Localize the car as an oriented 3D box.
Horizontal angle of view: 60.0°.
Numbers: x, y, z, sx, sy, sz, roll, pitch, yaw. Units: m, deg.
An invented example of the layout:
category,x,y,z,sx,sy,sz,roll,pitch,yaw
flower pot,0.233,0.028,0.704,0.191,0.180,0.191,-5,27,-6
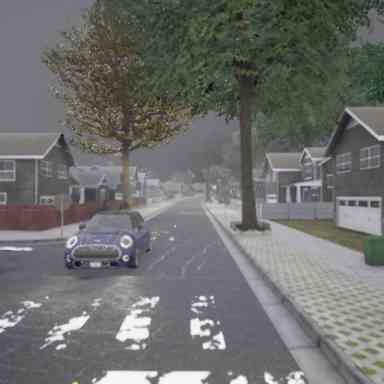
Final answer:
category,x,y,z,sx,sy,sz,roll,pitch,yaw
car,-2.680,1.455,11.528,2.097,1.767,4.553,0,0,0
